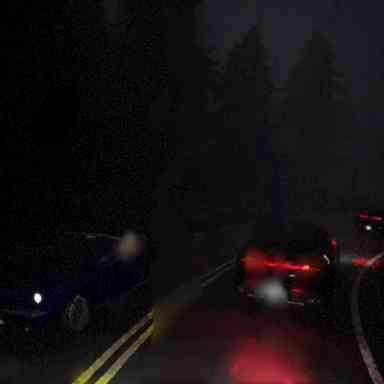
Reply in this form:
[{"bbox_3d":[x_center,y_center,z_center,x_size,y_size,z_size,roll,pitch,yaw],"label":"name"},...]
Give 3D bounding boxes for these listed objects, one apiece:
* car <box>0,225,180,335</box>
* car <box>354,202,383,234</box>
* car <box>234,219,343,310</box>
[{"bbox_3d":[-1.977,1.436,6.738,1.895,1.301,4.718,2,2,21],"label":"car"},{"bbox_3d":[9.478,1.208,15.345,4.892,1.490,1.837,-1,5,-33],"label":"car"},{"bbox_3d":[2.426,1.402,7.852,1.837,1.490,4.892,3,2,25],"label":"car"}]
